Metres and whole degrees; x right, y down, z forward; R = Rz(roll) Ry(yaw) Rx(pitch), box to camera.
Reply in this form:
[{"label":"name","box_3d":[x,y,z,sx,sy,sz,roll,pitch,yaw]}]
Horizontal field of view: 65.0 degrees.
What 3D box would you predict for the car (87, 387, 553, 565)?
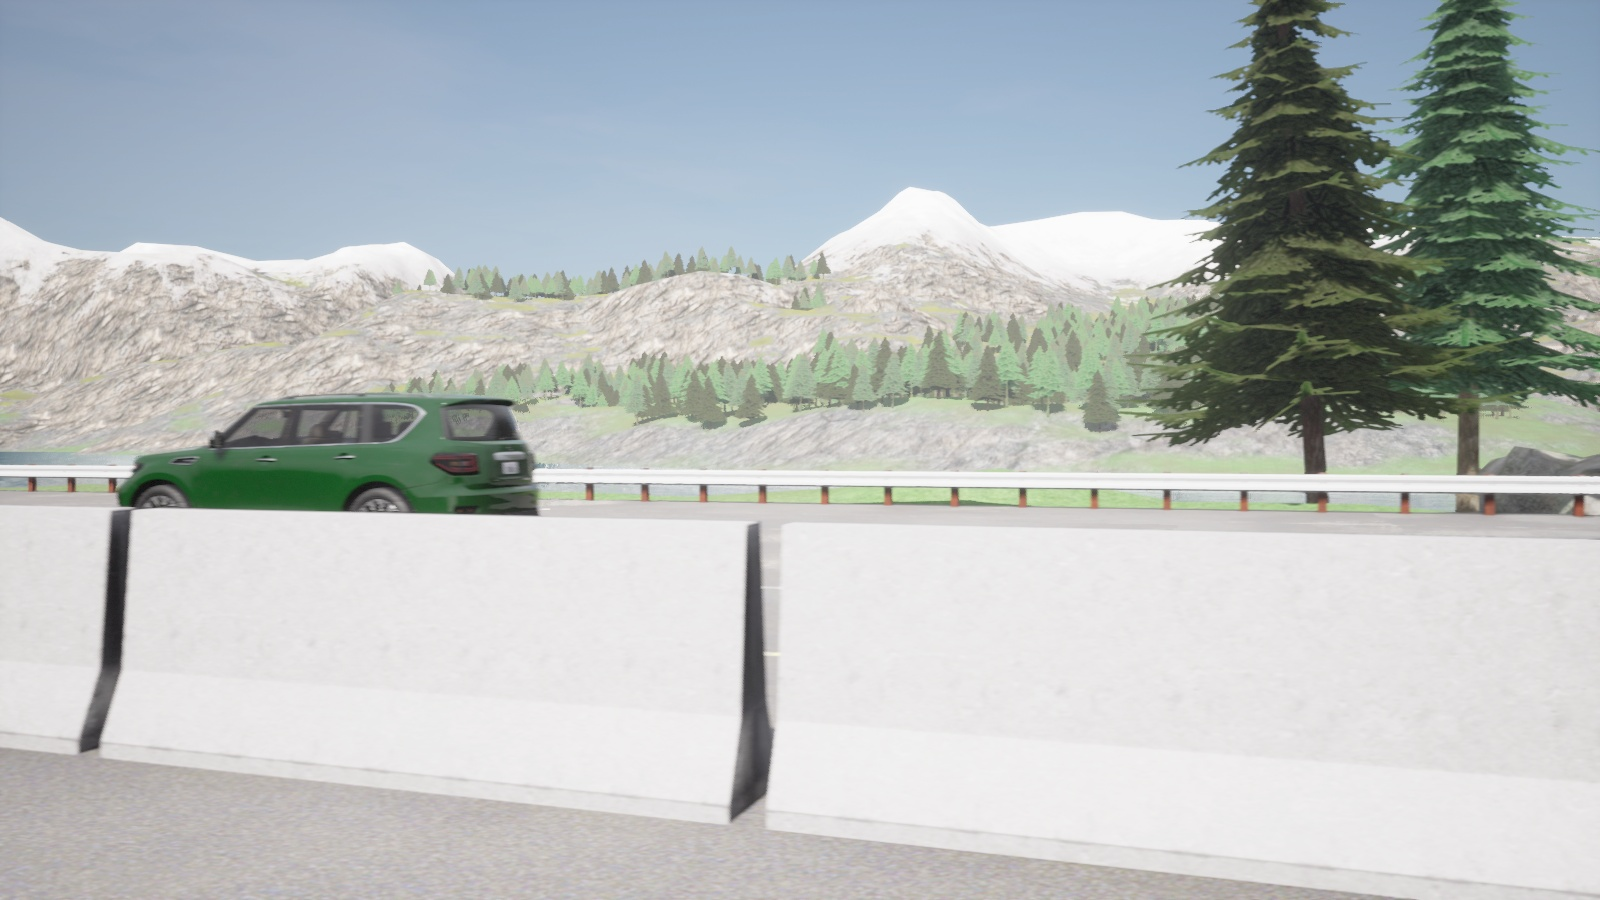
[{"label":"car","box_3d":[-6.231,0.260,16.365,5.566,2.045,2.150,1,1,19]}]
